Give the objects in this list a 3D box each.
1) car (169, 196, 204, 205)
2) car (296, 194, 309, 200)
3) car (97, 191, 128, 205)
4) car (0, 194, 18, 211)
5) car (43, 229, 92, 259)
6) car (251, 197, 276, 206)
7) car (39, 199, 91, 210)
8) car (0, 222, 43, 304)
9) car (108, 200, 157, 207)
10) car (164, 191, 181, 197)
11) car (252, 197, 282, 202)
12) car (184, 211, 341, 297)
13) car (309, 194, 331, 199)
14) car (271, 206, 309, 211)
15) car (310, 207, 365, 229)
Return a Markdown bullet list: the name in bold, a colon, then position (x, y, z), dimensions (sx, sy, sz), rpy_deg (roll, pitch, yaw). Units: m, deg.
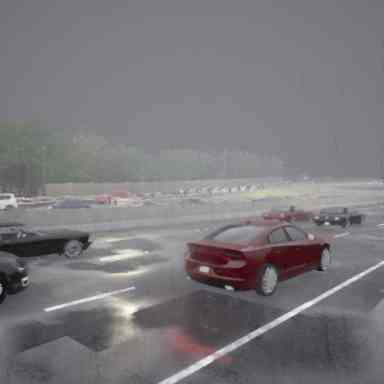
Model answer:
- **car**: position (-0.501, 1.583, 41.918), dimensions (1.837, 1.490, 4.892), rpy_deg (0, 0, 43)
- **car**: position (22.460, 1.237, 66.197), dimensions (2.097, 1.767, 4.553), rpy_deg (0, 0, 43)
- **car**: position (-12.075, 0.837, 51.079), dimensions (2.150, 2.045, 5.566), rpy_deg (0, 1, 26)
- **car**: position (-20.270, 1.229, 33.177), dimensions (2.150, 2.045, 5.566), rpy_deg (0, 1, 24)
- **car**: position (-5.716, 1.633, 10.767), dimensions (1.895, 1.301, 4.718), rpy_deg (0, 0, 44)
- **car**: position (11.880, 1.565, 54.984), dimensions (1.895, 1.301, 4.718), rpy_deg (0, 0, 44)
- **car**: position (-11.535, 1.432, 30.299), dimensions (2.097, 1.767, 4.553), rpy_deg (0, 0, 44)
- **car**: position (-5.554, 1.524, 5.877), dimensions (1.837, 1.490, 4.892), rpy_deg (0, 0, 44)
- **car**: position (-4.286, 1.597, 27.764), dimensions (1.812, 1.442, 4.674), rpy_deg (0, 0, 44)
- **car**: position (-4.025, 0.540, 66.367), dimensions (2.033, 1.411, 5.357), rpy_deg (0, 3, 29)
- **car**: position (10.228, 1.514, 43.061), dimensions (1.837, 1.490, 4.892), rpy_deg (0, 0, 44)
- **car**: position (1.974, 1.491, 8.826), dimensions (1.882, 1.535, 5.008), rpy_deg (0, 0, 44)
- **car**: position (21.789, 1.404, 55.285), dimensions (1.837, 1.490, 4.892), rpy_deg (0, 1, 44)
- **car**: position (7.161, 1.643, 24.280), dimensions (1.895, 1.301, 4.718), rpy_deg (0, 0, 44)
- **car**: position (9.807, 1.632, 21.984), dimensions (1.895, 1.301, 4.718), rpy_deg (0, 0, 44)
